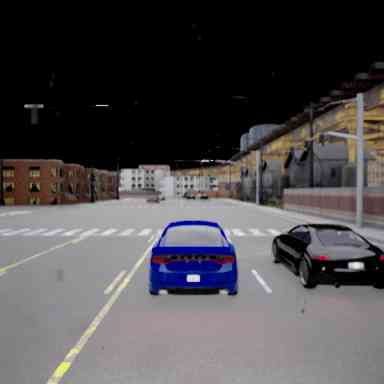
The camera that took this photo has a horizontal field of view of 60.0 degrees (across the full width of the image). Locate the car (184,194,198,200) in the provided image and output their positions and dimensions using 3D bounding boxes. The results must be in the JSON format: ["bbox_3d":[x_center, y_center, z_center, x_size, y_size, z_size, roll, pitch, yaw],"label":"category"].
[{"bbox_3d":[-0.236,1.202,86.821,2.097,1.767,4.553,0,0,-3],"label":"car"}]

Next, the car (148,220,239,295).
[{"bbox_3d":[0.039,1.463,8.701,1.882,1.535,5.008,0,0,0],"label":"car"}]

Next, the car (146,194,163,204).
[{"bbox_3d":[-7.206,1.250,61.661,2.097,1.767,4.553,0,0,0],"label":"car"}]

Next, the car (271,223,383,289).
[{"bbox_3d":[3.542,1.549,9.165,1.994,1.385,4.181,0,0,0],"label":"car"}]

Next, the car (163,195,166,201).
[{"bbox_3d":[-7.192,1.398,76.447,1.812,1.442,4.674,0,0,0],"label":"car"}]

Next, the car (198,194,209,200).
[{"bbox_3d":[3.251,1.326,87.719,1.882,1.535,5.008,0,0,-3],"label":"car"}]
